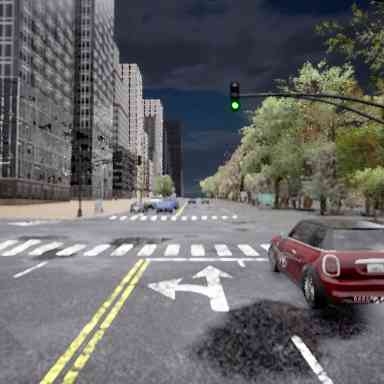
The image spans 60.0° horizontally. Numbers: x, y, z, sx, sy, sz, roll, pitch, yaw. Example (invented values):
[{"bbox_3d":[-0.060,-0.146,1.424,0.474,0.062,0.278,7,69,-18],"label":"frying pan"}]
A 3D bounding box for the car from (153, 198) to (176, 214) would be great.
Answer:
[{"bbox_3d":[-3.350,1.877,41.657,1.882,1.535,5.008,0,-1,0],"label":"car"}]

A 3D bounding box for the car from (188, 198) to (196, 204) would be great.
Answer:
[{"bbox_3d":[-0.004,2.313,81.998,1.812,1.442,4.674,0,-1,0],"label":"car"}]

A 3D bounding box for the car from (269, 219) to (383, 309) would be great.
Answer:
[{"bbox_3d":[3.347,1.423,8.183,2.097,1.767,4.553,-1,0,0],"label":"car"}]

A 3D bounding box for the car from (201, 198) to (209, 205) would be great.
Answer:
[{"bbox_3d":[3.246,2.312,81.748,2.128,1.511,4.902,0,-1,0],"label":"car"}]

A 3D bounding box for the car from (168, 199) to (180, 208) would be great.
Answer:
[{"bbox_3d":[-3.308,2.119,61.930,1.812,1.442,4.674,0,-1,0],"label":"car"}]

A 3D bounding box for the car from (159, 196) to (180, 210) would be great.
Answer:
[{"bbox_3d":[-3.343,1.716,51.597,2.150,2.045,5.566,0,-1,0],"label":"car"}]

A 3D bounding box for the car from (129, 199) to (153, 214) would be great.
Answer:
[{"bbox_3d":[-6.598,1.893,41.815,2.128,1.511,4.902,0,-1,0],"label":"car"}]

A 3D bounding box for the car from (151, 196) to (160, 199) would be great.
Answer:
[{"bbox_3d":[-6.561,1.814,61.820,2.150,2.045,5.566,0,-1,1],"label":"car"}]
